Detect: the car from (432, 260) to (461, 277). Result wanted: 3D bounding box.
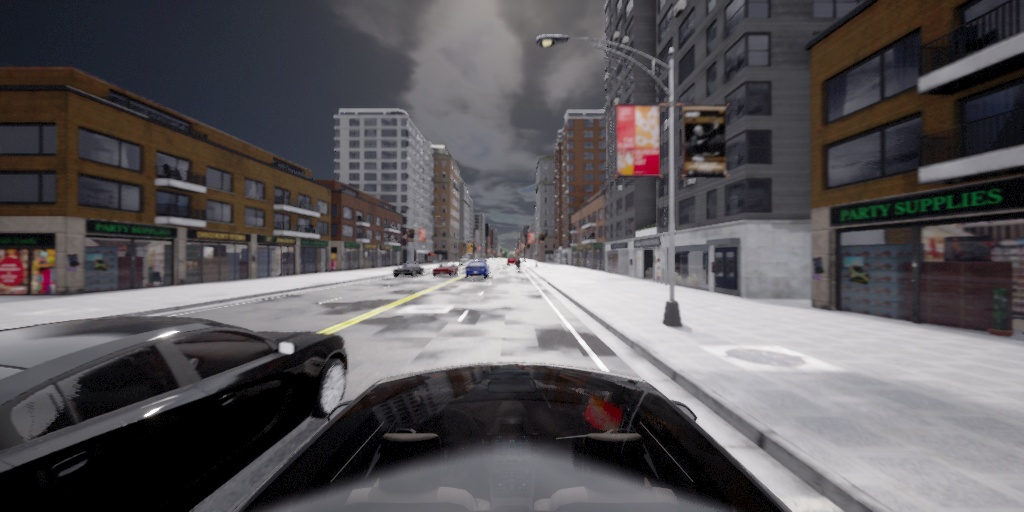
[{"bbox_3d":[-6.594,1.366,35.701,1.895,1.301,4.718,0,0,0],"label":"car"}]

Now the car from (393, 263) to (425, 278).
[{"bbox_3d":[-9.845,1.366,34.388,1.895,1.301,4.718,0,0,0],"label":"car"}]

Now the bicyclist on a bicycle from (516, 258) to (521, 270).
[{"bbox_3d":[0.891,1.141,46.215,0.659,1.776,1.843,0,0,0],"label":"bicyclist on a bicycle"}]

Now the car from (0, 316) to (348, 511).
[{"bbox_3d":[-3.150,1.228,2.872,1.882,1.535,5.008,0,0,0],"label":"car"}]

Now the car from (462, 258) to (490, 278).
[{"bbox_3d":[-3.153,1.242,33.487,1.882,1.535,5.008,0,0,0],"label":"car"}]
